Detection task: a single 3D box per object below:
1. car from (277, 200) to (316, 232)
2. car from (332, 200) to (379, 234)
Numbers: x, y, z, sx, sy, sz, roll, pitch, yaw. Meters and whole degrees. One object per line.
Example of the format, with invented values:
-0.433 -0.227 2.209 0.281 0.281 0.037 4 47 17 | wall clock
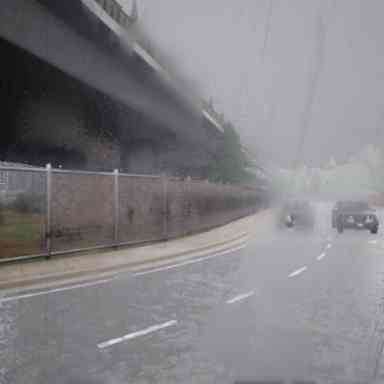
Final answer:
7.146 1.609 22.767 2.150 2.045 5.566 0 -1 18 | car
10.476 1.564 21.689 2.150 2.045 5.566 0 -1 18 | car
